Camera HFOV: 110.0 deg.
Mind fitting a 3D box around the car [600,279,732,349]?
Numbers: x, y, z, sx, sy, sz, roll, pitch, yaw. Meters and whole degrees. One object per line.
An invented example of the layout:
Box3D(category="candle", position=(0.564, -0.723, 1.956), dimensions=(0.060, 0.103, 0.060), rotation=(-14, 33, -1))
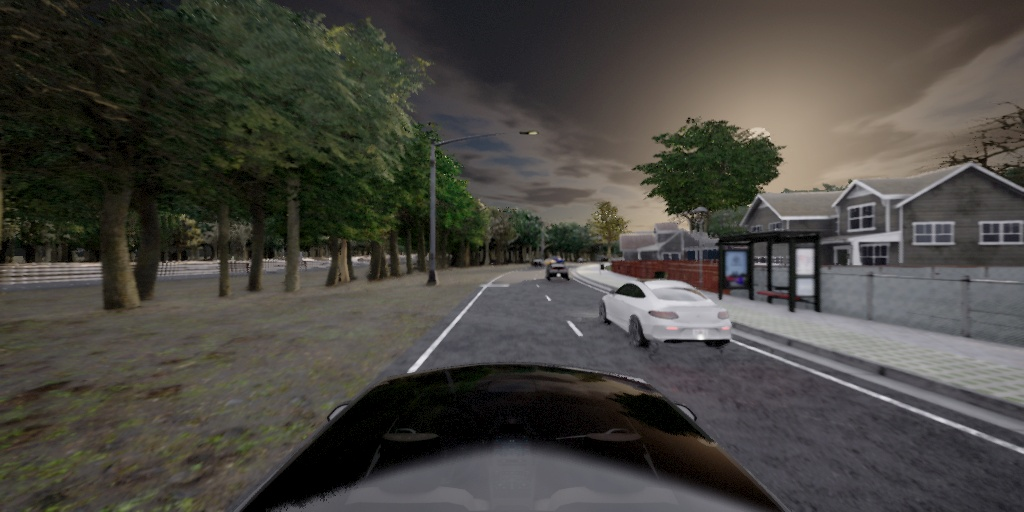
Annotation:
Box3D(category="car", position=(3.599, 1.300, 9.148), dimensions=(1.812, 1.442, 4.674), rotation=(0, 0, 0))

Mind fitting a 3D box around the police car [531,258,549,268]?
Box3D(category="police car", position=(4.814, 1.236, 64.854), dimensions=(1.930, 1.638, 5.238), rotation=(0, 0, 16))

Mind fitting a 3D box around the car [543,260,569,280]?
Box3D(category="car", position=(3.963, 1.316, 31.682), dimensions=(1.837, 1.490, 4.892), rotation=(0, 0, 3))
